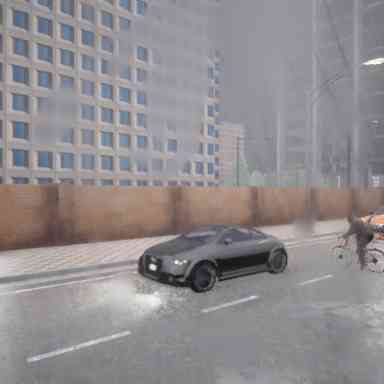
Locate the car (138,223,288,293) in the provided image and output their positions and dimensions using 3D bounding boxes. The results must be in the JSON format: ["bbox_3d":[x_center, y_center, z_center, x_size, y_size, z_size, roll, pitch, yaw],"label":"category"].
[{"bbox_3d":[0.678,1.564,8.929,4.181,1.385,1.994,0,0,-37],"label":"car"}]

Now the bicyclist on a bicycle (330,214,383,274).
[{"bbox_3d":[4.713,1.455,9.512,0.582,1.620,1.656,0,-2,-37],"label":"bicyclist on a bicycle"}]

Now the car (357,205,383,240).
[{"bbox_3d":[9.844,1.353,15.876,4.553,1.767,2.097,0,0,-37],"label":"car"}]
